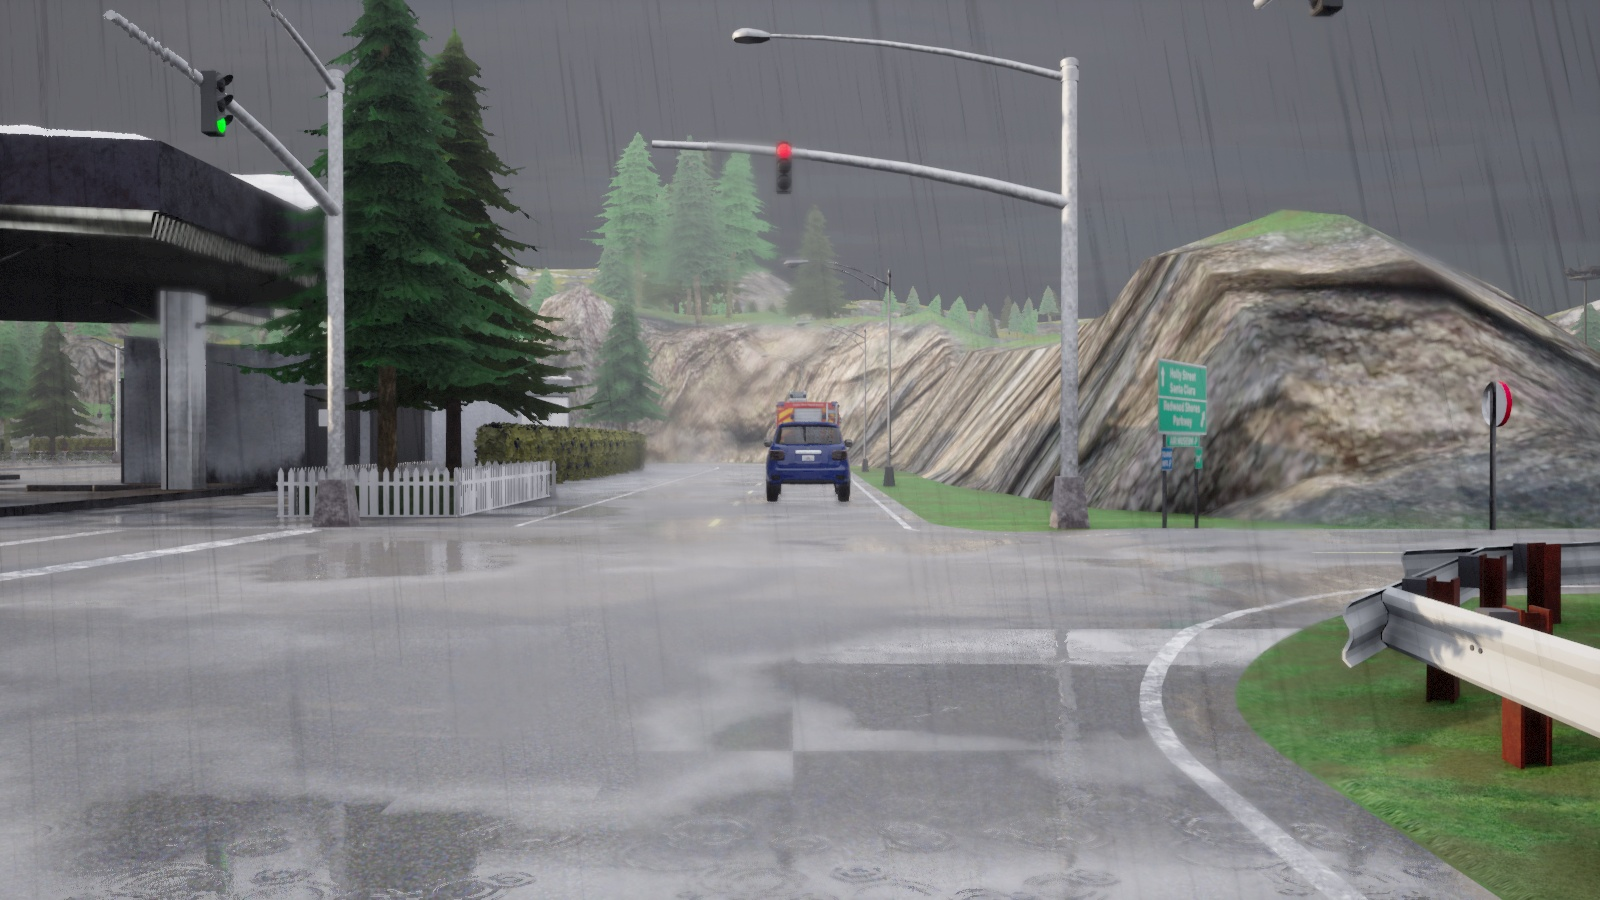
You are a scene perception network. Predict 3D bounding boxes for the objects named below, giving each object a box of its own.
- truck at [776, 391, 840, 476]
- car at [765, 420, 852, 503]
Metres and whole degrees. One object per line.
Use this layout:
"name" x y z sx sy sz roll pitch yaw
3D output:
"truck" 0.378 -0.760 60.562 2.891 3.827 8.468 0 0 0
"car" 0.220 0.274 33.922 2.150 2.045 5.566 0 0 0
